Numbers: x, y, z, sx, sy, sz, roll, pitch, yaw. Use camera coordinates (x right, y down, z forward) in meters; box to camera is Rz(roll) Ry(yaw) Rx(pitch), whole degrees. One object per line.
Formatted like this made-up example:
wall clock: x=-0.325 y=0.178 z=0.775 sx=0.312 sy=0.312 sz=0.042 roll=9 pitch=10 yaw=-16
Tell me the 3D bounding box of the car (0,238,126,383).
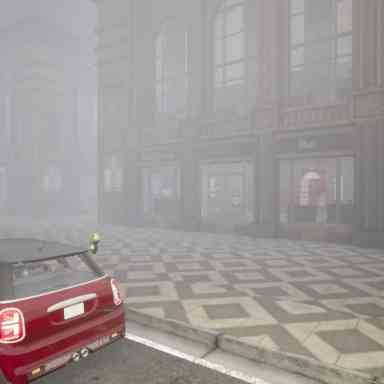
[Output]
car: x=-2.983 y=1.440 z=5.092 sx=4.097 sy=1.590 sz=1.967 roll=0 pitch=0 yaw=36
